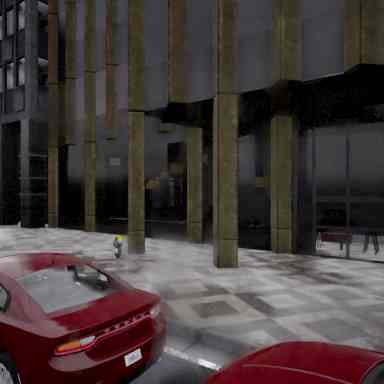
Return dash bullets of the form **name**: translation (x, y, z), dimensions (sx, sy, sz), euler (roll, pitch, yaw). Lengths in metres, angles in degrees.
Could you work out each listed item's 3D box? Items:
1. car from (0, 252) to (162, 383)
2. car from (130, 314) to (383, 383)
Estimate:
- **car**: translation (-2.414, 1.545, 4.678), dimensions (4.507, 1.381, 1.887), euler (0, 0, 35)
- **car**: translation (2.016, 1.545, 1.525), dimensions (4.507, 1.381, 1.887), euler (0, 0, 35)
